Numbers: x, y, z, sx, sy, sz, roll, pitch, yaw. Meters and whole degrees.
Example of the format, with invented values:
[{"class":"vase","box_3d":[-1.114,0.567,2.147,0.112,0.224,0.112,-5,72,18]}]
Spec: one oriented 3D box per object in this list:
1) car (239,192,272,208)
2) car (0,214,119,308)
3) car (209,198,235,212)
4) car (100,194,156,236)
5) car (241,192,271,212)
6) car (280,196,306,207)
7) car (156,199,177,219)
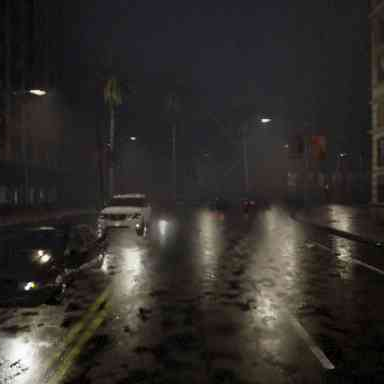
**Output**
[{"class":"car","box_3d":[8.770,1.044,45.564,2.150,2.045,5.566,0,1,39]},{"class":"car","box_3d":[-3.502,1.515,8.267,2.033,1.411,5.357,0,0,0]},{"class":"car","box_3d":[3.268,1.384,35.917,1.812,1.442,4.674,0,0,22]},{"class":"car","box_3d":[-3.505,1.149,18.405,2.150,2.045,5.566,0,0,0]},{"class":"car","box_3d":[7.181,1.209,36.140,2.097,1.767,4.553,0,0,25]},{"class":"car","box_3d":[14.102,1.294,46.368,1.882,1.535,5.008,0,1,45]},{"class":"car","box_3d":[-2.577,1.365,28.554,1.882,1.535,5.008,0,0,10]}]
